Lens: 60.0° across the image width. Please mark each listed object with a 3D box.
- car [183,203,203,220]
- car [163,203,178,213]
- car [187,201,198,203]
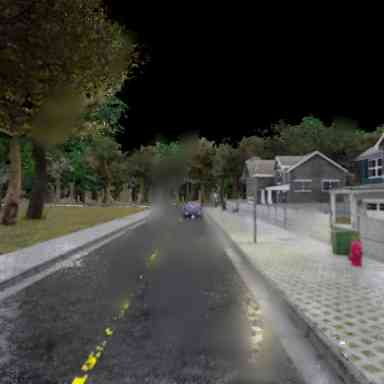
[{"bbox_3d":[0.095,2.043,32.801,1.895,1.301,4.718,0,-1,0],"label":"car"},{"bbox_3d":[-2.849,2.173,45.816,2.033,1.411,5.357,0,-1,0],"label":"car"},{"bbox_3d":[0.095,1.942,43.391,2.097,1.767,4.553,0,-1,0],"label":"car"}]
